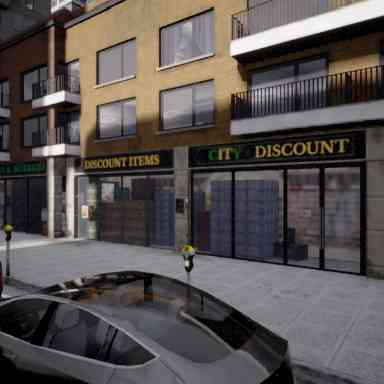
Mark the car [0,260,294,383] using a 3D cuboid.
[{"bbox_3d":[-1.099,1.566,3.586,4.313,1.339,1.947,0,0,35],"label":"car"}]
